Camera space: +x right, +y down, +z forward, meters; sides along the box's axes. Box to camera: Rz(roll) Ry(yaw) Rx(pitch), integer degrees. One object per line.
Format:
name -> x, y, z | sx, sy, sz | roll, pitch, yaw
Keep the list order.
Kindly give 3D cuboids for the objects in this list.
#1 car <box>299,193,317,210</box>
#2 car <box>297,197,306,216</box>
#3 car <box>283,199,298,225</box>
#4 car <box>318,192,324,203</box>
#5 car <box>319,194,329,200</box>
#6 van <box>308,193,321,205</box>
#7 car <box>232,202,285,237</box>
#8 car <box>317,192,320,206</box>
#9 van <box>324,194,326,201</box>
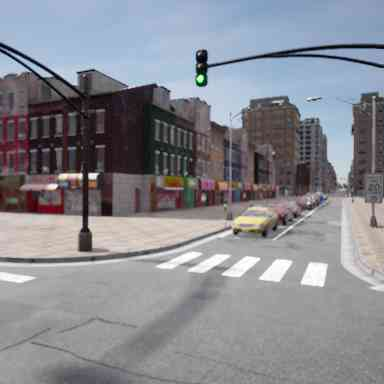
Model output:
car -> 12.732, 1.192, 37.949 | 1.967, 1.590, 4.097 | 1, 1, 24
car -> 8.109, 1.390, 27.736 | 1.802, 1.307, 4.206 | 1, 1, 24
car -> 5.799, 1.383, 22.629 | 1.887, 1.381, 4.507 | 1, 1, 24
car -> 17.354, 1.015, 48.162 | 2.192, 1.841, 5.009 | 1, 1, 24
car -> 31.216, 1.134, 78.806 | 1.947, 1.339, 4.313 | 1, 0, 24
van -> 19.665, 1.017, 53.269 | 1.690, 1.788, 3.998 | 1, 1, 24
car -> 3.419, 1.397, 17.368 | 1.752, 1.417, 4.829 | 1, 1, 24
car -> 15.042, 1.166, 43.055 | 1.967, 1.590, 4.097 | 1, 1, 24
van -> 21.975, 0.994, 58.376 | 1.690, 1.788, 3.998 | 1, 1, 24
